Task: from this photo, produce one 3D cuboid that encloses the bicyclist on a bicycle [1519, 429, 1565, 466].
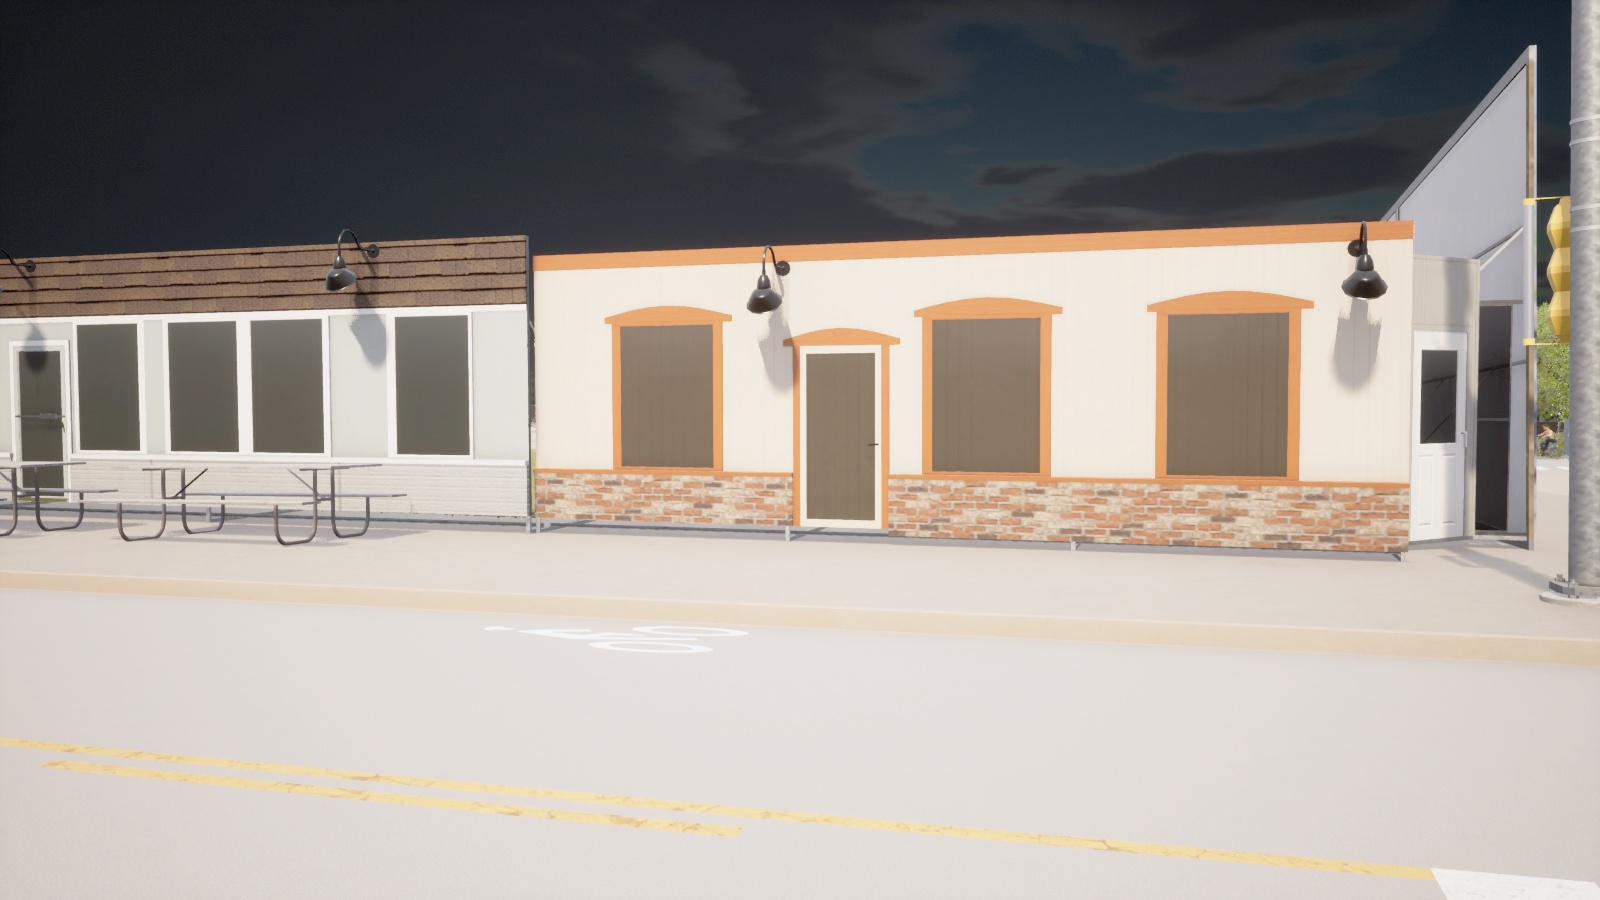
[{"bbox_3d":[33.510,-0.116,56.725,1.509,1.612,0.866,1,2,5],"label":"bicyclist on a bicycle"}]
